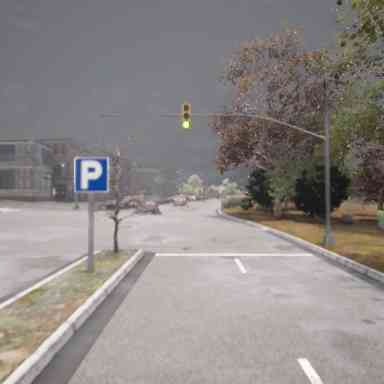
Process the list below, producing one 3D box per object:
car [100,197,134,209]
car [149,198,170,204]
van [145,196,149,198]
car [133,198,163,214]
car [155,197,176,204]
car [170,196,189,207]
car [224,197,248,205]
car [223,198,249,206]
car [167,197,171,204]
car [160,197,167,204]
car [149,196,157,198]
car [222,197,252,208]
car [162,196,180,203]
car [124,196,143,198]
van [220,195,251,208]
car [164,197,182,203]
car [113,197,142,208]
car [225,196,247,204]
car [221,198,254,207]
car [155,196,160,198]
[{"bbox_3d":[-11.612,1.886,50.137,4.792,1.488,2.163,-1,0,-15],"label":"car"},{"bbox_3d":[-7.840,2.169,80.066,5.008,1.535,2.097,-1,-1,-12],"label":"car"},{"bbox_3d":[-10.436,1.718,59.127,4.442,1.987,1.878,-1,-1,-14],"label":"van"},{"bbox_3d":[-4.707,1.679,36.240,1.812,1.442,4.674,0,-2,4],"label":"car"},{"bbox_3d":[-6.894,2.231,86.029,5.008,1.535,2.097,-1,-1,-11],"label":"car"},{"bbox_3d":[-2.339,2.036,62.525,1.812,1.442,4.674,0,1,7],"label":"car"},{"bbox_3d":[9.228,1.880,70.466,4.553,1.767,2.185,1,-1,-12],"label":"car"},{"bbox_3d":[8.506,1.987,64.595,4.674,1.452,2.002,1,-1,-13],"label":"car"},{"bbox_3d":[-8.253,1.885,77.089,5.566,2.045,2.435,-1,-1,-12],"label":"car"},{"bbox_3d":[-8.694,2.145,74.079,4.674,1.452,2.002,-1,0,-12],"label":"car"},{"bbox_3d":[-9.854,2.049,65.092,4.674,1.452,2.002,-1,0,-13],"label":"car"},{"bbox_3d":[7.482,1.732,55.762,4.553,1.767,2.185,1,-1,-14],"label":"car"},{"bbox_3d":[-5.870,2.168,91.990,4.553,1.767,2.185,-1,-1,-10],"label":"car"},{"bbox_3d":[-10.977,1.875,53.131,5.366,1.575,1.946,-1,-1,-15],"label":"car"},{"bbox_3d":[7.107,1.601,52.792,4.442,1.987,1.878,1,0,-14],"label":"van"},{"bbox_3d":[-5.354,2.326,94.964,4.892,1.521,2.231,-1,-1,-10],"label":"car"},{"bbox_3d":[-10.892,1.788,56.085,4.553,1.767,2.185,-1,-1,-14],"label":"car"},{"bbox_3d":[10.110,1.939,76.338,4.553,1.767,2.185,1,0,-11],"label":"car"},{"bbox_3d":[8.009,1.887,58.755,5.366,1.575,1.946,1,-1,-13],"label":"car"},{"bbox_3d":[-9.491,2.082,68.095,4.674,1.452,2.002,-1,-1,-13],"label":"car"}]
